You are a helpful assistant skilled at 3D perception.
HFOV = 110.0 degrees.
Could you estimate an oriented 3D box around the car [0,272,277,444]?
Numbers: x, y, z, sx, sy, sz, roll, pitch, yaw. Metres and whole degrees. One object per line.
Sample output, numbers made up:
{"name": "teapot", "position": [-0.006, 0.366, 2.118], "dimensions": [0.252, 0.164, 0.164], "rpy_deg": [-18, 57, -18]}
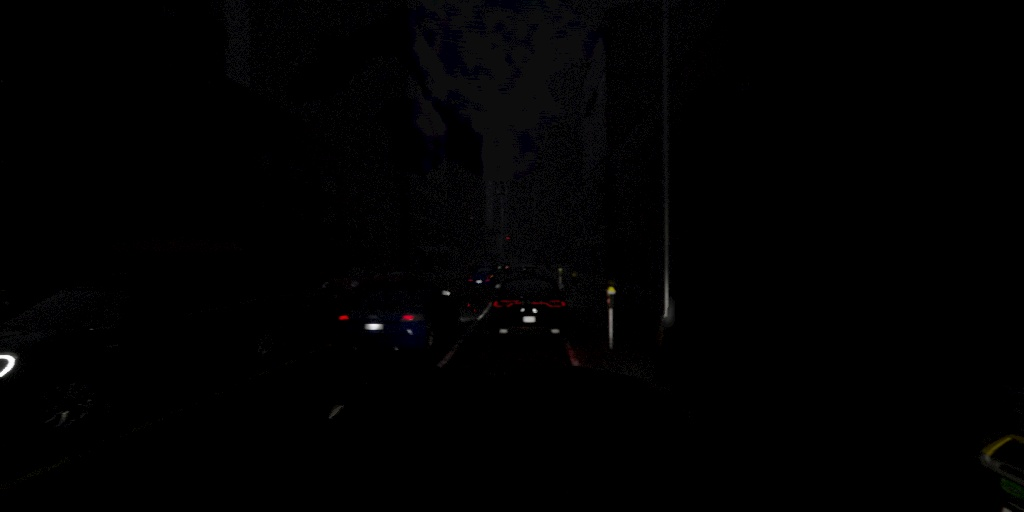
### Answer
{"name": "car", "position": [-5.990, 1.175, 5.517], "dimensions": [2.097, 1.767, 4.553], "rpy_deg": [-1, 0, 3]}

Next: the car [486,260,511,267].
{"name": "car", "position": [-1.193, 1.238, 39.025], "dimensions": [2.097, 1.767, 4.553], "rpy_deg": [-1, 0, 3]}

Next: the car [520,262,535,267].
{"name": "car", "position": [1.472, 1.398, 34.655], "dimensions": [2.007, 1.370, 4.403], "rpy_deg": [0, 0, 3]}

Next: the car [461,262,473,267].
{"name": "car", "position": [-6.213, 1.520, 51.822], "dimensions": [1.888, 1.381, 4.507], "rpy_deg": [0, 0, 3]}

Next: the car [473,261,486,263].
{"name": "car", "position": [-3.662, 1.455, 49.563], "dimensions": [1.882, 1.535, 5.008], "rpy_deg": [-1, 0, 3]}

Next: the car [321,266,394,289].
{"name": "car", "position": [-7.904, 1.327, 18.349], "dimensions": [1.967, 1.591, 4.097], "rpy_deg": [0, 0, 3]}

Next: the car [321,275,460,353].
{"name": "car", "position": [-2.606, 1.366, 9.034], "dimensions": [1.994, 1.385, 4.181], "rpy_deg": [-1, 0, 3]}

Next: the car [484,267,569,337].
{"name": "car", "position": [0.505, 1.253, 10.389], "dimensions": [1.882, 1.535, 5.008], "rpy_deg": [-1, 0, 3]}

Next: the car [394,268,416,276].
{"name": "car", "position": [-7.622, 1.485, 23.928], "dimensions": [1.802, 1.307, 4.207], "rpy_deg": [0, 0, 3]}

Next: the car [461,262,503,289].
{"name": "car", "position": [-1.859, 1.372, 23.856], "dimensions": [1.812, 1.442, 4.674], "rpy_deg": [-1, 0, 3]}
